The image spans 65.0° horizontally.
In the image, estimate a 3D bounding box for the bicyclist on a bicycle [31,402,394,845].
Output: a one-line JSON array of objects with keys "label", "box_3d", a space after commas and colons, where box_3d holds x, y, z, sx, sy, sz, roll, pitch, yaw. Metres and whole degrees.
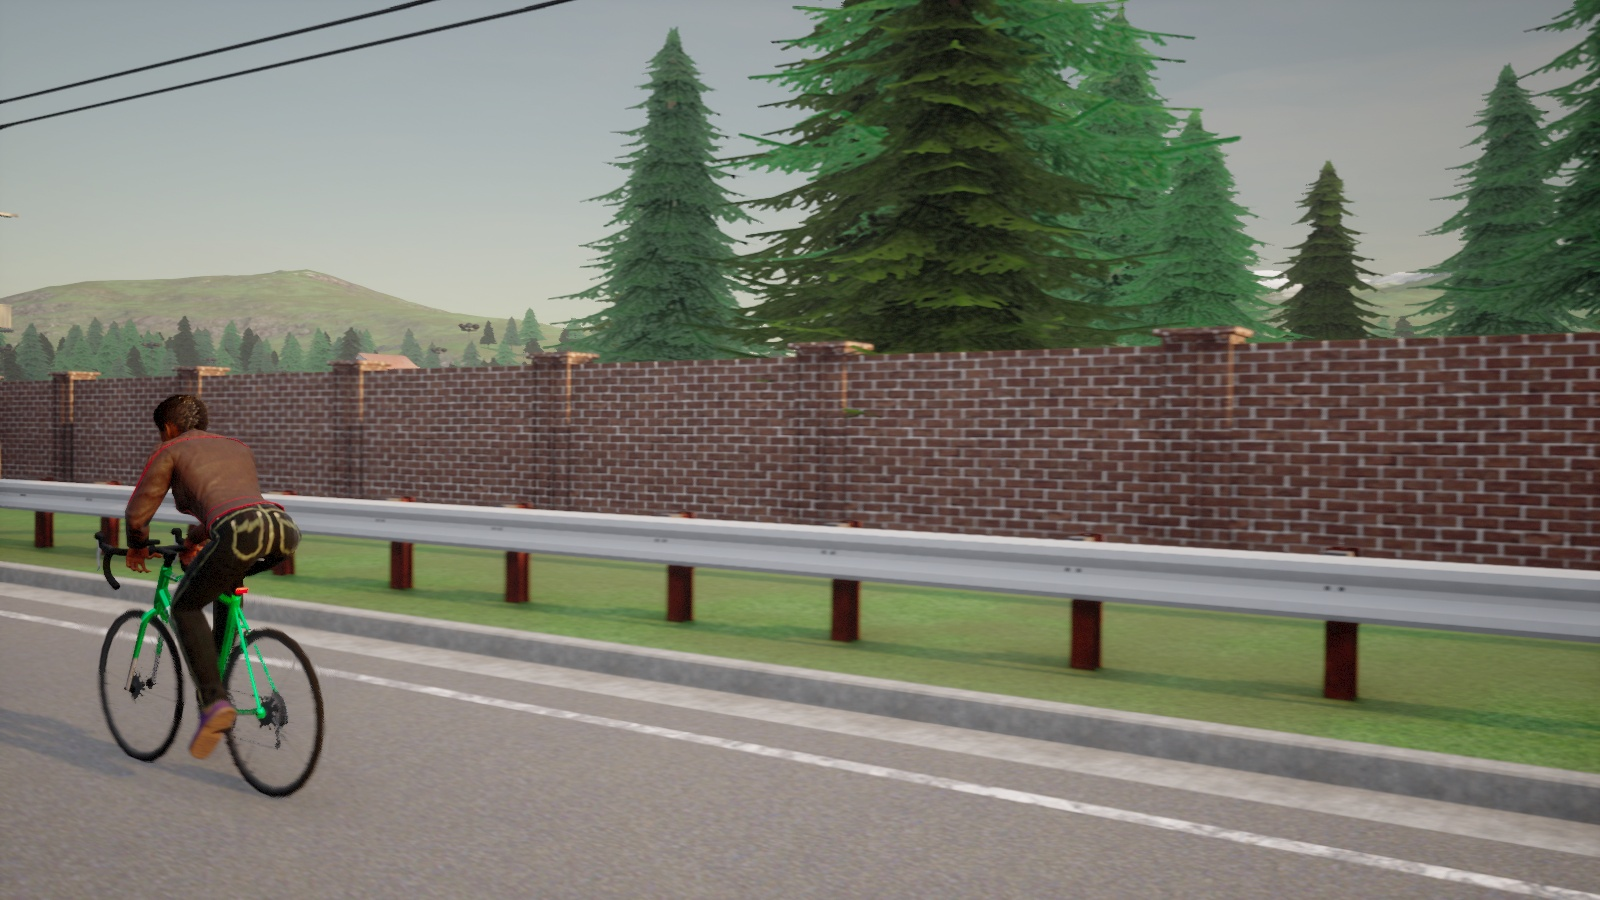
[{"label": "bicyclist on a bicycle", "box_3d": [-2.502, 0.635, 5.285, 1.656, 1.620, 0.582, 0, 1, 34]}]
